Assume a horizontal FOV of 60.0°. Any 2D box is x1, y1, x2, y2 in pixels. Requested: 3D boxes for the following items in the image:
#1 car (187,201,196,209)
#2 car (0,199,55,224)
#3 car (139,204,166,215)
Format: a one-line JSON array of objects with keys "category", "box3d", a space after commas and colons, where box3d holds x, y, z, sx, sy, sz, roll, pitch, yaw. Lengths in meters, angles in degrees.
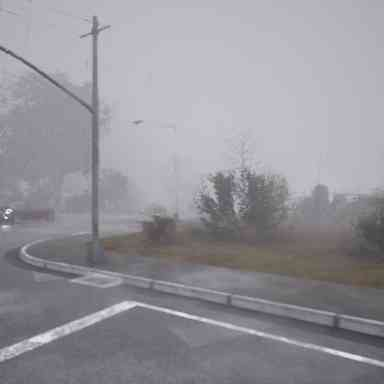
[{"category": "car", "box3d": [1.075, 2.321, 57.679, 2.150, 2.045, 5.566, 0, -3, 23]}, {"category": "car", "box3d": [-12.734, 1.390, 25.232, 2.097, 1.767, 4.553, 0, -1, 23]}, {"category": "car", "box3d": [-5.101, 2.244, 43.289, 2.128, 1.511, 4.902, 0, -3, 23]}]
